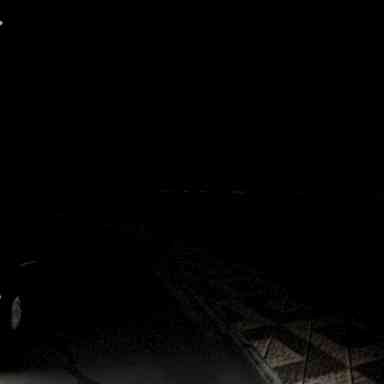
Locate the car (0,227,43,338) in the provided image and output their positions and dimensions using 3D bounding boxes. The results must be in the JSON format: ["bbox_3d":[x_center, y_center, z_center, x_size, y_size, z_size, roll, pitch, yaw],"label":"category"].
[{"bbox_3d":[-4.098,1.518,6.457,1.837,1.490,4.892,1,0,-17],"label":"car"}]
